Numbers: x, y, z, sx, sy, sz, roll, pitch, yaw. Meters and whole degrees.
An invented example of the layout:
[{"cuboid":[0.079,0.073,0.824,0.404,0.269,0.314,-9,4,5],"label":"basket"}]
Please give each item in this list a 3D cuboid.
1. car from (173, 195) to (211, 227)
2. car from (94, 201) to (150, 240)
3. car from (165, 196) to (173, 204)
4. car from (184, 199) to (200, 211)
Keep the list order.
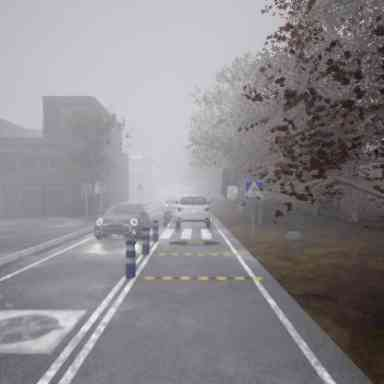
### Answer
[{"cuboid":[0.054,1.189,22.358,2.150,2.045,5.566,0,0,-1],"label":"car"},{"cuboid":[-3.373,1.333,16.810,2.097,1.767,4.553,0,0,0],"label":"car"},{"cuboid":[-3.580,1.355,57.507,1.812,1.442,4.674,0,0,0],"label":"car"},{"cuboid":[-0.031,1.507,40.683,1.895,1.301,4.718,0,0,0],"label":"car"}]
